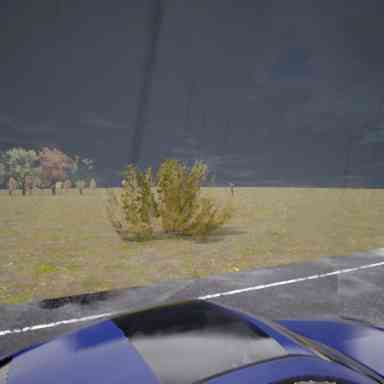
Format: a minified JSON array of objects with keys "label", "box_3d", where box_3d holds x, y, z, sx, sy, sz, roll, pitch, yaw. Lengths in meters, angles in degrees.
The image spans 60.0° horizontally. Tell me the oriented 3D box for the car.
[{"label":"car","box_3d":[0.204,1.525,2.163,4.674,1.442,1.812,0,0,-29]}]
